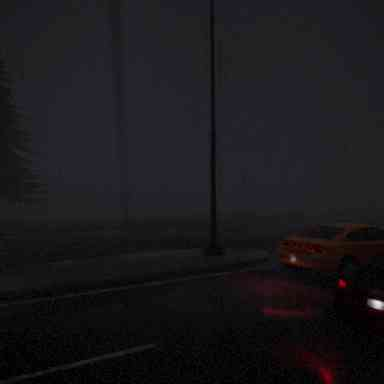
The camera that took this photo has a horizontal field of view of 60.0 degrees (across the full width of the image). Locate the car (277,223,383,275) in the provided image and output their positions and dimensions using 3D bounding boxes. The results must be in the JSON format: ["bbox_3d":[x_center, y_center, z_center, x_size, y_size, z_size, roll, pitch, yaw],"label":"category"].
[{"bbox_3d":[4.912,1.685,10.268,5.008,1.535,1.882,0,-2,-29],"label":"car"}]

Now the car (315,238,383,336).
[{"bbox_3d":[4.522,1.677,6.020,4.181,1.385,1.994,0,-2,-30],"label":"car"}]
